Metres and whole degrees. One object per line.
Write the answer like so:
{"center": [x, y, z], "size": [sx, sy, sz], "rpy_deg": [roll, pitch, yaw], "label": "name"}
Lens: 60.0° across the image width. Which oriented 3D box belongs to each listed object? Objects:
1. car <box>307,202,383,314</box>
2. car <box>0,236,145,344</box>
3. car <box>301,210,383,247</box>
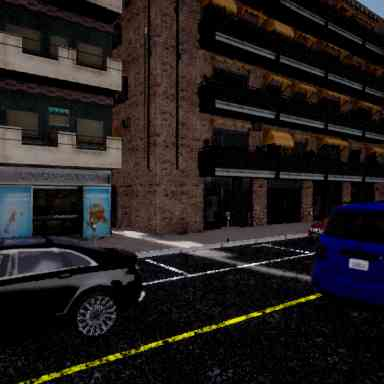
{"center": [4.765, 1.221, 6.714], "size": [5.566, 2.045, 2.150], "rpy_deg": [0, 0, -35], "label": "car"}
{"center": [-3.117, 1.491, 5.019], "size": [4.902, 1.511, 2.128], "rpy_deg": [0, 0, -36], "label": "car"}
{"center": [7.172, 1.583, 15.538], "size": [4.206, 1.307, 1.802], "rpy_deg": [0, 0, -35], "label": "car"}
